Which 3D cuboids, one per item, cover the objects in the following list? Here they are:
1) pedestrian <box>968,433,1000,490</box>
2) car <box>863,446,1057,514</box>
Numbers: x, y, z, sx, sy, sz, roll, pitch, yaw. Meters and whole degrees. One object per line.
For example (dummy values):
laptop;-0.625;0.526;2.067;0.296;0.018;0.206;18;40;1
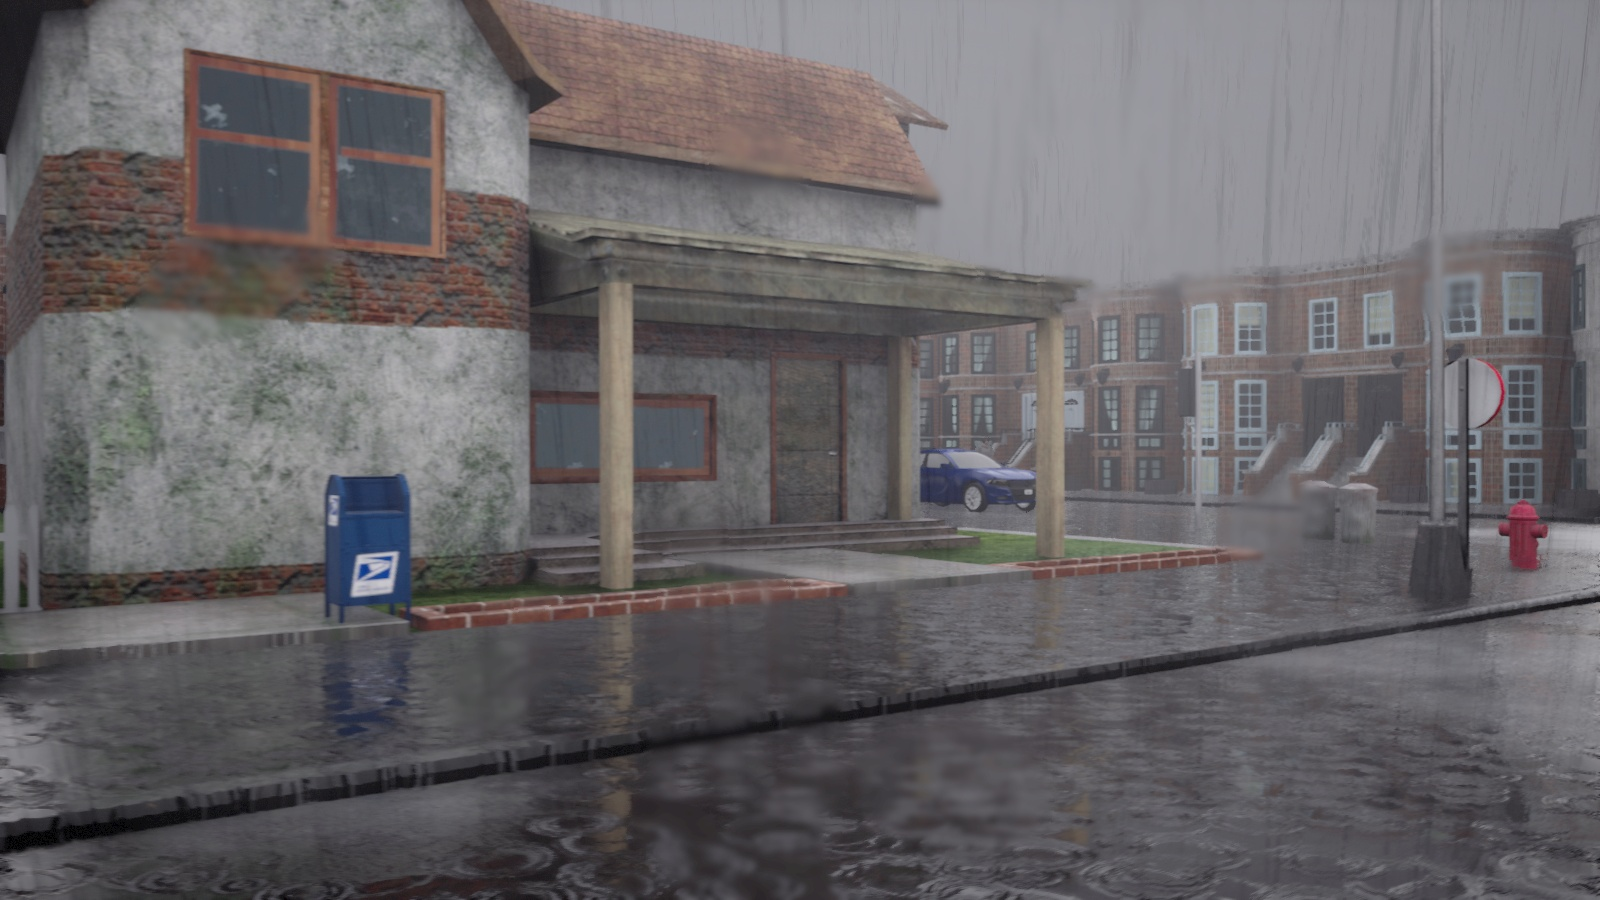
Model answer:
pedestrian;6.407;0.392;43.740;0.659;1.952;0.873;0;0;-40
car;3.855;0.684;31.163;1.882;1.535;5.008;0;0;-35
